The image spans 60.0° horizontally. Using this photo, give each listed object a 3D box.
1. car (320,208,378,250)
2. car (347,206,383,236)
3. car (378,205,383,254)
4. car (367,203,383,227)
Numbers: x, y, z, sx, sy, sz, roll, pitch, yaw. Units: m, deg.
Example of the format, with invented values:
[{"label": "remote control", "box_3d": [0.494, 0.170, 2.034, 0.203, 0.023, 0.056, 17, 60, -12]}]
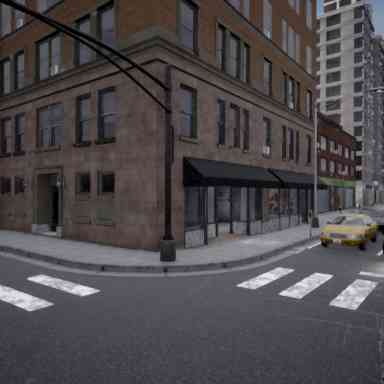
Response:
[{"label": "car", "box_3d": [6.962, 1.544, 14.533, 1.752, 1.417, 4.829, 0, 0, 37]}, {"label": "car", "box_3d": [10.485, 1.585, 19.172, 1.947, 1.339, 4.313, 0, 0, 37]}, {"label": "car", "box_3d": [8.394, 1.373, 11.941, 2.097, 1.767, 4.553, 0, 0, 39]}, {"label": "car", "box_3d": [13.803, 1.544, 23.540, 1.752, 1.417, 4.829, 0, 0, 37]}]
